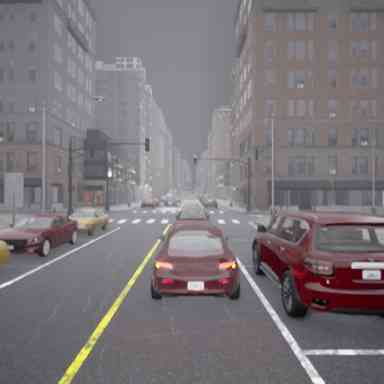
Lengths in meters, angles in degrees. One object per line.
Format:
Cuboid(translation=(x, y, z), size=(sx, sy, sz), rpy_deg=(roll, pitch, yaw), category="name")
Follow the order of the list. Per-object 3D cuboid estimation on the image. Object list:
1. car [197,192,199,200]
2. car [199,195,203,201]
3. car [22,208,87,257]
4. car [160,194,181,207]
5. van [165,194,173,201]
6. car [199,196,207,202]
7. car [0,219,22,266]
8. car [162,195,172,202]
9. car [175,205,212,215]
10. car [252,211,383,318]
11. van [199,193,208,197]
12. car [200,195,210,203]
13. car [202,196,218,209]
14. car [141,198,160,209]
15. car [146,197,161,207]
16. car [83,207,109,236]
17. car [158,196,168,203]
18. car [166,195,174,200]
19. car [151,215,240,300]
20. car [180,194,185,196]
Cuboid(translation=(2.611, 1.304, 68.298), size=(2.192, 1.841, 5.009), rpy_deg=(1, 0, 0), category="car")
Cuboid(translation=(2.620, 1.571, 56.952), size=(1.802, 1.307, 4.206), rpy_deg=(1, 0, 0), category="car")
Cuboid(translation=(-5.862, 1.541, 12.961), size=(1.887, 1.381, 4.507), rpy_deg=(1, 0, 0), category="car")
Cuboid(translation=(-3.137, 1.481, 49.991), size=(2.128, 1.511, 4.902), rpy_deg=(0, 0, 0), category="car")
Cuboid(translation=(-5.932, 1.332, 85.316), size=(1.690, 1.788, 3.998), rpy_deg=(1, 0, 0), category="van")
Cuboid(translation=(2.597, 1.572, 79.645), size=(1.802, 1.307, 4.206), rpy_deg=(1, 0, 0), category="car")
Cuboid(translation=(-5.856, 1.523, 7.167), size=(1.752, 1.417, 4.829), rpy_deg=(1, 0, 0), category="car")
Cuboid(translation=(-5.927, 1.430, 79.643), size=(1.967, 1.590, 4.097), rpy_deg=(1, 0, 0), category="car")
Cuboid(translation=(0.046, 1.597, 17.468), size=(1.895, 1.301, 4.718), rpy_deg=(0, 0, 0), category="car")
Cuboid(translation=(2.671, 1.313, 7.336), size=(2.192, 1.841, 5.009), rpy_deg=(1, 0, 0), category="car")
Cuboid(translation=(2.616, 1.330, 62.625), size=(1.690, 1.788, 3.998), rpy_deg=(1, 0, 0), category="van")
Cuboid(translation=(2.625, 1.571, 51.278), size=(1.802, 1.307, 4.206), rpy_deg=(1, 0, 0), category="car")
Cuboid(translation=(2.631, 1.572, 45.605), size=(1.802, 1.307, 4.206), rpy_deg=(1, 0, 0), category="car")
Cuboid(translation=(-5.895, 1.535, 45.605), size=(1.887, 1.381, 4.507), rpy_deg=(1, 0, 0), category="car")
Cuboid(translation=(-5.900, 1.534, 51.279), size=(1.887, 1.381, 4.507), rpy_deg=(1, 0, 0), category="car")
Cuboid(translation=(-5.868, 1.521, 18.416), size=(1.752, 1.417, 4.829), rpy_deg=(1, 0, 0), category="car")
Cuboid(translation=(-5.917, 1.571, 68.297), size=(1.802, 1.307, 4.206), rpy_deg=(1, 0, 0), category="car")
Cuboid(translation=(-5.940, 1.574, 90.988), size=(1.802, 1.307, 4.206), rpy_deg=(1, 0, 0), category="car")
Cuboid(translation=(0.077, 1.524, 8.290), size=(1.812, 1.442, 4.674), rpy_deg=(0, 0, 0), category="car")
Cuboid(translation=(-3.087, 1.536, 65.619), size=(2.033, 1.411, 5.357), rpy_deg=(0, 0, 0), category="car")
